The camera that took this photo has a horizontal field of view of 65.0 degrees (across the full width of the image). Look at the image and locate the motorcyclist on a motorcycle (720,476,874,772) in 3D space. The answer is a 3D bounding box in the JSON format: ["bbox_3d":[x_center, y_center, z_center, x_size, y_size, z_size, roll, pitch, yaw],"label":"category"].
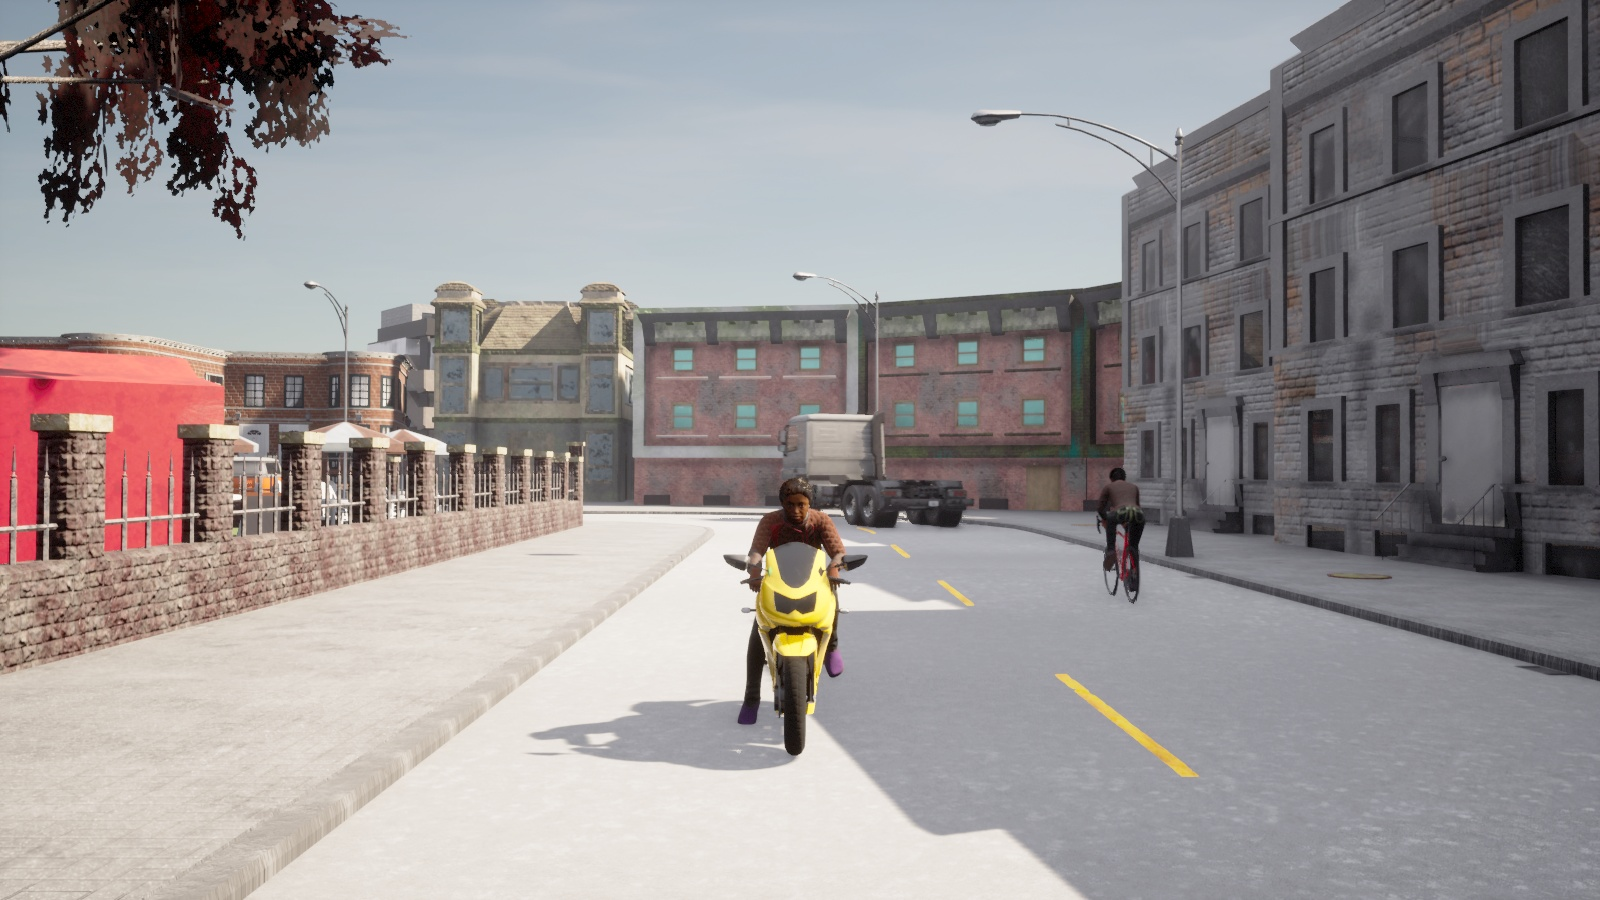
[{"bbox_3d":[-0.020,0.923,7.552,0.797,1.523,2.044,0,-1,0],"label":"motorcyclist on a motorcycle"}]

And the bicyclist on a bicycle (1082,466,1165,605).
[{"bbox_3d":[3.959,1.011,15.487,0.582,1.620,1.656,0,-1,0],"label":"bicyclist on a bicycle"}]

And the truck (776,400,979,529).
[{"bbox_3d":[2.101,0.463,37.975,2.891,3.462,7.936,0,-1,-23],"label":"truck"}]

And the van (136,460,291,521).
[{"bbox_3d":[-19.921,1.363,42.747,4.442,1.987,1.775,0,-1,0],"label":"van"}]
